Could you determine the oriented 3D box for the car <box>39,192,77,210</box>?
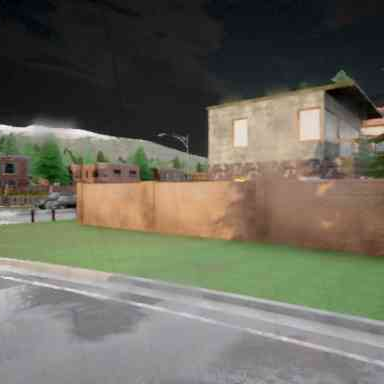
[{"bbox_3d":[-12.974,1.138,34.821,2.097,1.767,4.553,0,0,37],"label":"car"}]

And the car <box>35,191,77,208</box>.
[{"bbox_3d":[-14.945,0.976,38.018,2.150,2.045,5.566,0,1,37],"label":"car"}]
